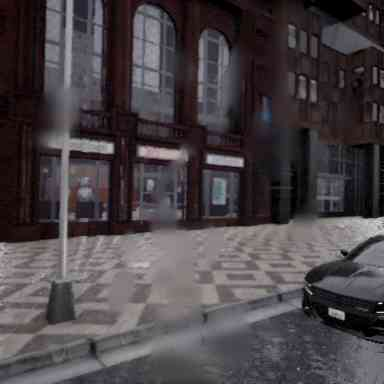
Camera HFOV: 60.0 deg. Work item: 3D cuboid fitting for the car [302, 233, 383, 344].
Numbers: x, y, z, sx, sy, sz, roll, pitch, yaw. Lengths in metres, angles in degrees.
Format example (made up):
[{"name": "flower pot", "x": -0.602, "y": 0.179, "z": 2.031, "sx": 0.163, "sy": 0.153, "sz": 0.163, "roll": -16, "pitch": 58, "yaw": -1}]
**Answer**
[{"name": "car", "x": 4.171, "y": 1.554, "z": 6.359, "sx": 5.008, "sy": 1.535, "sz": 1.882, "roll": 1, "pitch": -1, "yaw": -35}]
